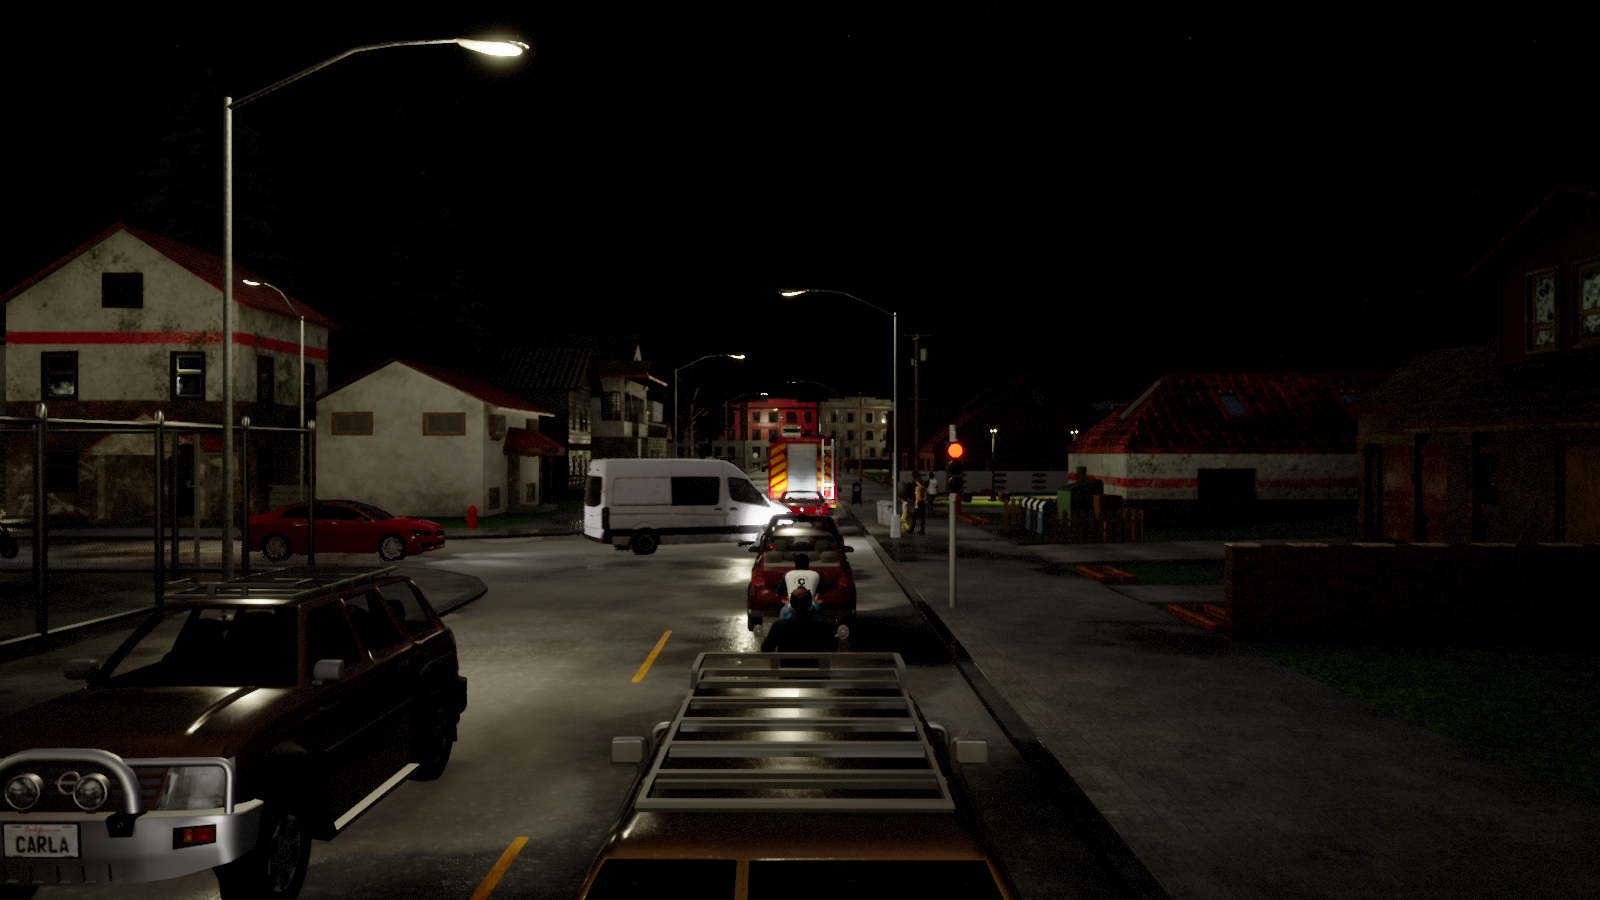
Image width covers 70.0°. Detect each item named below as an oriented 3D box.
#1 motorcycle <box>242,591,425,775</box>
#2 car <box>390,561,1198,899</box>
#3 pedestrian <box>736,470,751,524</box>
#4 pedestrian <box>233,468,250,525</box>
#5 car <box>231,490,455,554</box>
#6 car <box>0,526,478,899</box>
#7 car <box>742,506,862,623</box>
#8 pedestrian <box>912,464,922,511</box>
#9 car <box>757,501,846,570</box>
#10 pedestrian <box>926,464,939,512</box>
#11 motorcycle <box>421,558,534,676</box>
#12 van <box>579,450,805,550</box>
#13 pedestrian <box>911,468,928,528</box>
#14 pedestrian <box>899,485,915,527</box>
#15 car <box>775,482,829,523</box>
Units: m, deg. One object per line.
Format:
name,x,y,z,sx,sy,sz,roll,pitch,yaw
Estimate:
motorcycle,-3.994,1.958,9.954,0.856,1.236,1.805,0,0,0
car,-0.006,1.641,5.035,1.932,1.855,4.605,0,0,0
pedestrian,-1.931,1.613,39.295,0.375,1.860,0.375,0,0,31
pedestrian,-18.358,1.510,37.533,0.375,1.860,0.375,0,0,-1
car,-11.661,1.831,29.425,4.892,1.480,2.231,0,0,0
car,-3.983,1.640,8.349,1.932,1.855,4.605,0,0,0
car,0.027,1.798,18.824,1.789,1.549,3.705,0,0,0
pedestrian,4.698,1.506,45.943,0.375,1.860,0.375,0,0,10
car,0.042,1.918,26.664,1.895,1.301,4.718,0,0,0
pedestrian,5.245,1.507,45.264,0.375,1.860,0.375,0,0,-26
motorcycle,-3.894,1.987,13.966,0.803,1.145,2.033,0,0,0
van,-2.965,1.303,31.779,5.915,2.561,1.988,0,1,-26
pedestrian,3.759,1.512,36.012,0.375,1.860,0.375,0,0,-37
pedestrian,3.430,1.791,36.640,0.375,1.300,0.375,0,0,34
car,0.074,1.919,42.477,1.895,1.301,4.718,0,0,0
